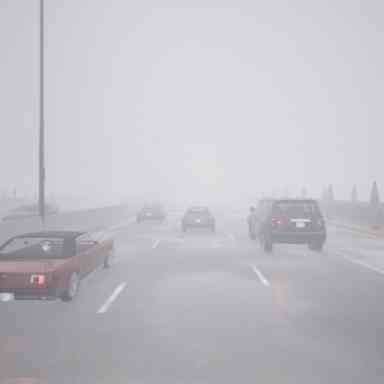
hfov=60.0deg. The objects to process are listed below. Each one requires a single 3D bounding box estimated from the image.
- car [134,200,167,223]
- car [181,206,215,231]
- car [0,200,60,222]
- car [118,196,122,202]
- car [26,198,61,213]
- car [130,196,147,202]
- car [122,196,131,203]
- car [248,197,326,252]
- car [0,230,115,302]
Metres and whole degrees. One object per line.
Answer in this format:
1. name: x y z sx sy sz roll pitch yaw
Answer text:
1. car: -3.037 1.564 25.801 1.994 1.385 4.181 0 0 1
2. car: 0.379 1.566 20.555 1.994 1.385 4.181 0 0 1
3. car: -10.307 1.499 21.464 1.837 1.490 4.892 0 0 1
4. car: -16.264 1.544 79.610 2.033 1.411 5.357 0 0 1
5. car: -17.023 1.516 38.341 1.812 1.442 4.674 0 0 1
6. car: -9.557 1.553 62.308 2.033 1.411 5.357 0 0 1
7. car: -12.905 1.540 70.921 1.812 1.442 4.674 0 0 1
8. car: 3.777 1.226 14.136 2.150 2.045 5.566 0 0 1
9. car: -3.310 1.599 8.208 1.895 1.301 4.718 0 0 1
